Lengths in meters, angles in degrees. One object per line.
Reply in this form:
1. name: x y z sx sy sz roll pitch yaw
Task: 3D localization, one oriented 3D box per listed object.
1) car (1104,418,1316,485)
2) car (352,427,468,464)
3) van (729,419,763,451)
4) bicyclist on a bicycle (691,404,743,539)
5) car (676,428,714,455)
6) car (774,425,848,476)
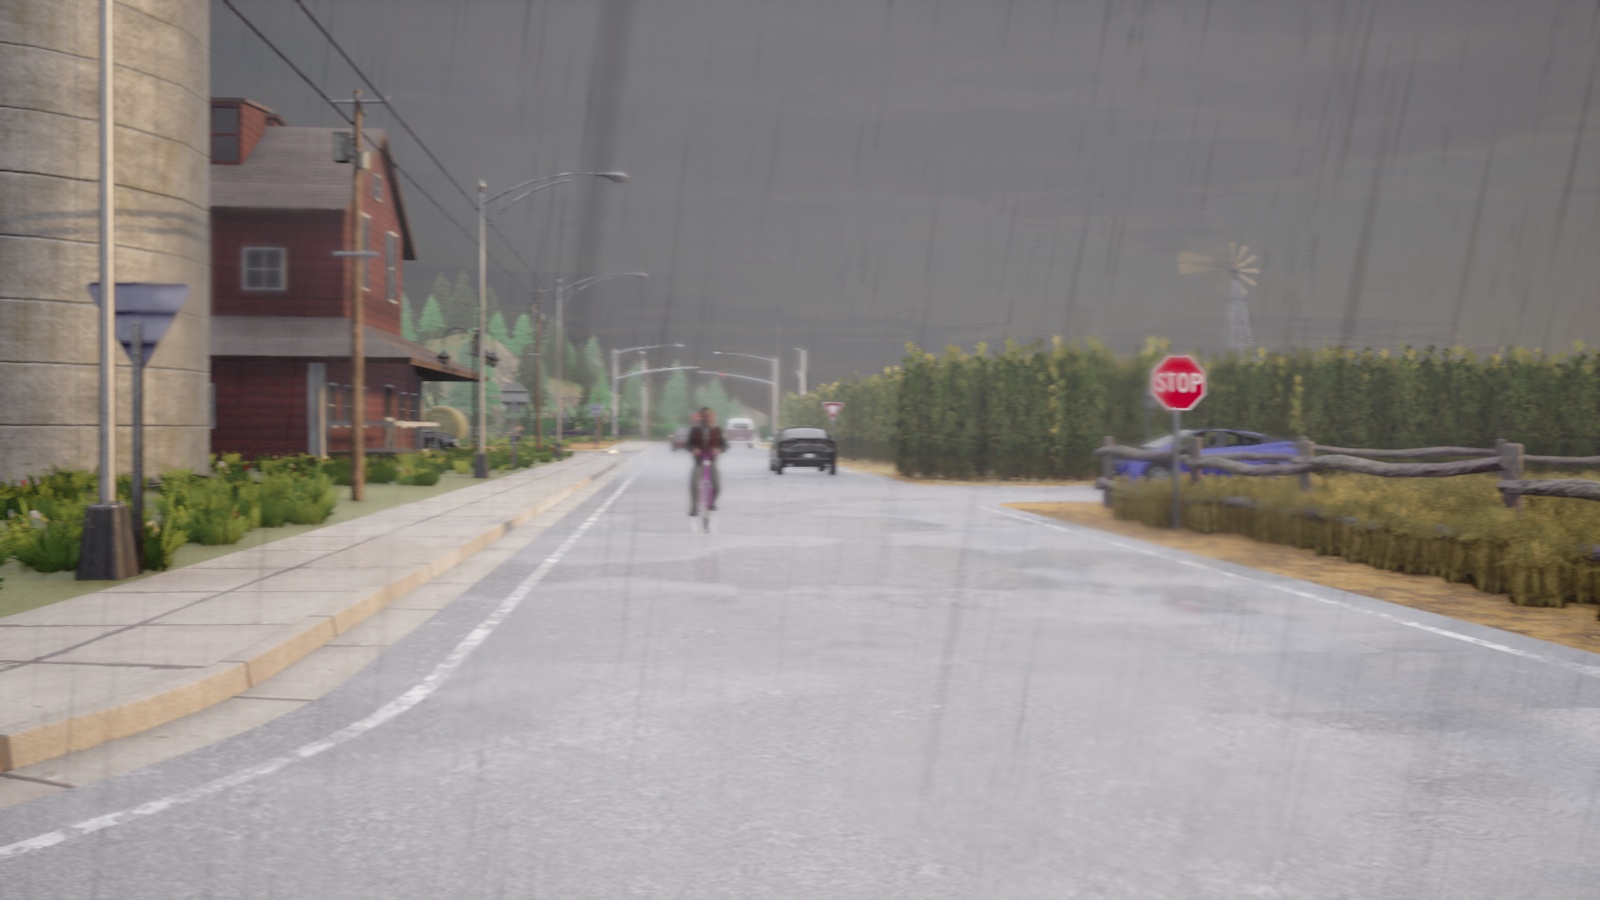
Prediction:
1. car: 10.002 0.010 30.836 4.514 1.525 2.007 -1 1 -5
2. car: -18.261 -0.219 58.956 4.856 1.649 2.033 -1 1 -6
3. van: -3.691 -1.034 85.195 2.069 2.038 4.480 -1 1 -5
4. bicyclist on a bicycle: -1.180 0.297 17.481 0.659 1.776 1.843 -1 -1 -5
5. car: -6.174 -0.522 73.654 2.163 1.488 4.792 -1 1 -5
6. car: 0.288 -0.023 40.492 1.882 1.535 5.008 -1 1 -5
